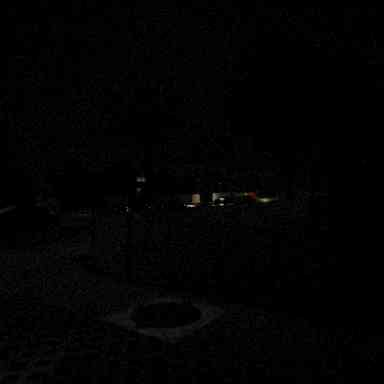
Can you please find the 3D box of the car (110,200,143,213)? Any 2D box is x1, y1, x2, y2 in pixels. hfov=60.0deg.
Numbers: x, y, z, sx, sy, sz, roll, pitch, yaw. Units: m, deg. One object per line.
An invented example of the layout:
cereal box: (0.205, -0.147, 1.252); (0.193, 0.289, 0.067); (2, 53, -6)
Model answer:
car: (-6.428, 1.541, 34.174); (1.994, 1.385, 4.181); (-1, 0, 33)

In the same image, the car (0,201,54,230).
car: (-11.089, 1.544, 21.031); (1.812, 1.442, 4.674); (-1, 0, 35)

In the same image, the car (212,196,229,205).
car: (5.203, 1.264, 51.908); (2.033, 1.411, 5.357); (-1, 1, 33)

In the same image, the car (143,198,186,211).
car: (-2.450, 1.426, 34.331); (1.837, 1.490, 4.892); (-1, 0, 33)

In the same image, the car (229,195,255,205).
car: (7.931, 1.240, 50.141); (1.837, 1.490, 4.892); (-1, 1, 33)

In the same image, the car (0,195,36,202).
car: (-13.552, 1.274, 23.194); (2.150, 2.045, 5.566); (-1, 0, 35)
